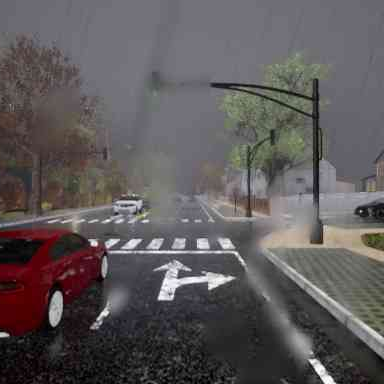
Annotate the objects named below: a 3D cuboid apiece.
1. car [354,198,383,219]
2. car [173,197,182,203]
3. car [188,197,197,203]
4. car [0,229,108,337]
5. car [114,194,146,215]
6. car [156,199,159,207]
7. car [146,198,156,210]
[{"bbox_3d":[13.267,1.061,22.464,4.181,1.385,1.994,-2,-1,-6],"label":"car"},{"bbox_3d":[-3.184,1.707,74.007,2.033,1.411,5.357,0,0,0],"label":"car"},{"bbox_3d":[0.058,1.706,73.909,2.033,1.411,5.357,0,0,0],"label":"car"},{"bbox_3d":[-3.144,1.488,6.856,1.882,1.535,5.008,0,0,0],"label":"car"},{"bbox_3d":[-6.573,1.285,34.844,2.150,2.045,5.566,0,0,0],"label":"car"},{"bbox_3d":[-6.545,1.676,54.930,1.994,1.385,4.181,0,0,0],"label":"car"},{"bbox_3d":[-6.563,1.578,44.879,2.128,1.511,4.902,0,0,0],"label":"car"}]
